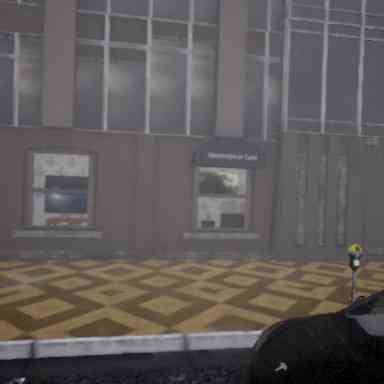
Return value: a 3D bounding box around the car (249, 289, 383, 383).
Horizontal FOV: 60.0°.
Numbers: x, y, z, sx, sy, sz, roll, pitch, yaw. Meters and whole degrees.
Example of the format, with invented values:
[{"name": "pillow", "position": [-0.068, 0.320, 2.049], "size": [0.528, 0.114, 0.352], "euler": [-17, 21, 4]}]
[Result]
[{"name": "car", "position": [2.748, 1.583, 3.200], "size": [4.313, 1.339, 1.947], "euler": [1, 1, -9]}]
